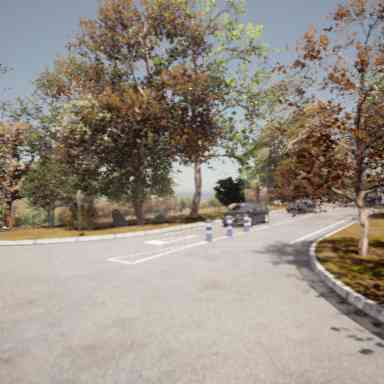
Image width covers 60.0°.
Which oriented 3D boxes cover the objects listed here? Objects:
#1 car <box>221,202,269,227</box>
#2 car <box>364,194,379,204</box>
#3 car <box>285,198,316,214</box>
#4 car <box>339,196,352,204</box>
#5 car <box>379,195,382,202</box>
[{"bbox_3d":[3.813,1.513,23.203,1.837,1.490,4.892,-1,0,35],"label":"car"},{"bbox_3d":[24.025,1.003,46.046,2.033,1.411,5.357,-1,0,35],"label":"car"},{"bbox_3d":[11.140,1.360,33.760,2.033,1.411,5.357,-1,0,35],"label":"car"},{"bbox_3d":[23.255,0.980,51.094,2.128,1.511,4.902,-1,0,35],"label":"car"},{"bbox_3d":[29.959,0.847,54.612,1.882,1.535,5.008,-1,-1,35],"label":"car"}]
